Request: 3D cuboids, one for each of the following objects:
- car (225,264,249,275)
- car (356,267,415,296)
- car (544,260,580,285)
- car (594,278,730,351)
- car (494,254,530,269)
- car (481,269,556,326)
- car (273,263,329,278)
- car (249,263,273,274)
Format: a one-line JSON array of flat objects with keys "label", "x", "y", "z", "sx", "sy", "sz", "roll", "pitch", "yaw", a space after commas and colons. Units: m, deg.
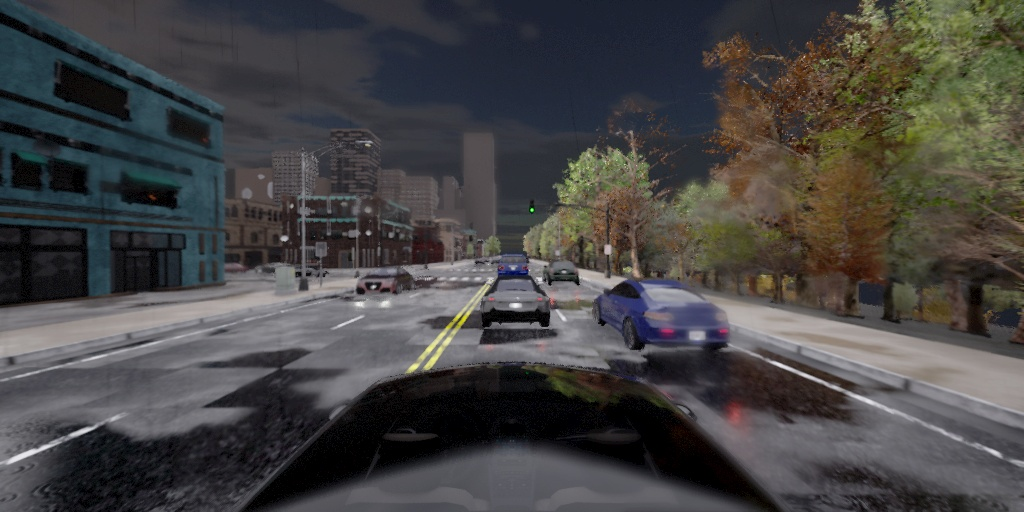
[{"label": "car", "x": -33.820, "y": 1.554, "z": 42.992, "sx": 4.207, "sy": 1.307, "sz": 1.802, "roll": 0, "pitch": 0, "yaw": 0}, {"label": "car", "x": -6.566, "y": 1.271, "z": 18.994, "sx": 1.994, "sy": 1.385, "sz": 4.181, "roll": 0, "pitch": 0, "yaw": 0}, {"label": "car", "x": 3.348, "y": 1.043, "z": 25.105, "sx": 2.097, "sy": 1.767, "sz": 4.553, "roll": 0, "pitch": 0, "yaw": 0}, {"label": "car", "x": 3.346, "y": 1.257, "z": 8.776, "sx": 1.812, "sy": 1.442, "sz": 4.674, "roll": 0, "pitch": 0, "yaw": 0}, {"label": "car", "x": 0.036, "y": 0.909, "z": 26.065, "sx": 2.150, "sy": 2.045, "sz": 5.566, "roll": 0, "pitch": 0, "yaw": -1}, {"label": "car", "x": 0.099, "y": 1.289, "z": 11.576, "sx": 1.994, "sy": 1.385, "sz": 4.181, "roll": 0, "pitch": 0, "yaw": 0}, {"label": "car", "x": -19.951, "y": 1.484, "z": 34.475, "sx": 4.313, "sy": 1.339, "sz": 1.948, "roll": 0, "pitch": 0, "yaw": 0}, {"label": "car", "x": -28.285, "y": 1.459, "z": 42.986, "sx": 4.403, "sy": 1.370, "sz": 2.007, "roll": 0, "pitch": 0, "yaw": 0}]
